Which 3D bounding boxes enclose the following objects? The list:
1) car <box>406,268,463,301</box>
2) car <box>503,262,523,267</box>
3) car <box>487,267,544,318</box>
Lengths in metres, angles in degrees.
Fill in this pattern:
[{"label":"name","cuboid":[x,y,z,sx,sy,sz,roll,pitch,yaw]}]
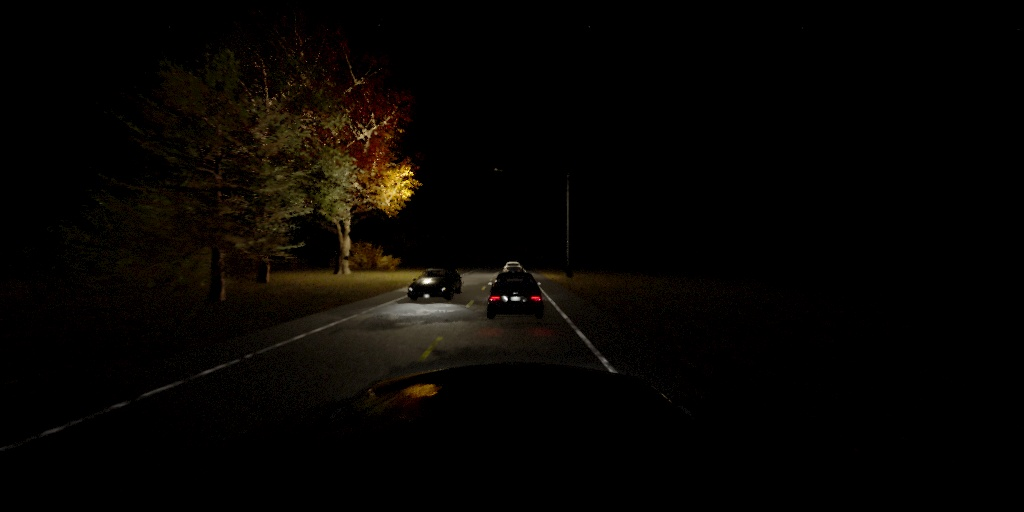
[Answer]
[{"label":"car","cuboid":[-3.594,1.302,17.741,2.033,1.411,5.357,0,0,0]},{"label":"car","cuboid":[0.098,1.288,34.771,1.812,1.442,4.674,0,0,0]},{"label":"car","cuboid":[0.100,1.300,13.018,2.033,1.411,5.357,0,0,0]}]
